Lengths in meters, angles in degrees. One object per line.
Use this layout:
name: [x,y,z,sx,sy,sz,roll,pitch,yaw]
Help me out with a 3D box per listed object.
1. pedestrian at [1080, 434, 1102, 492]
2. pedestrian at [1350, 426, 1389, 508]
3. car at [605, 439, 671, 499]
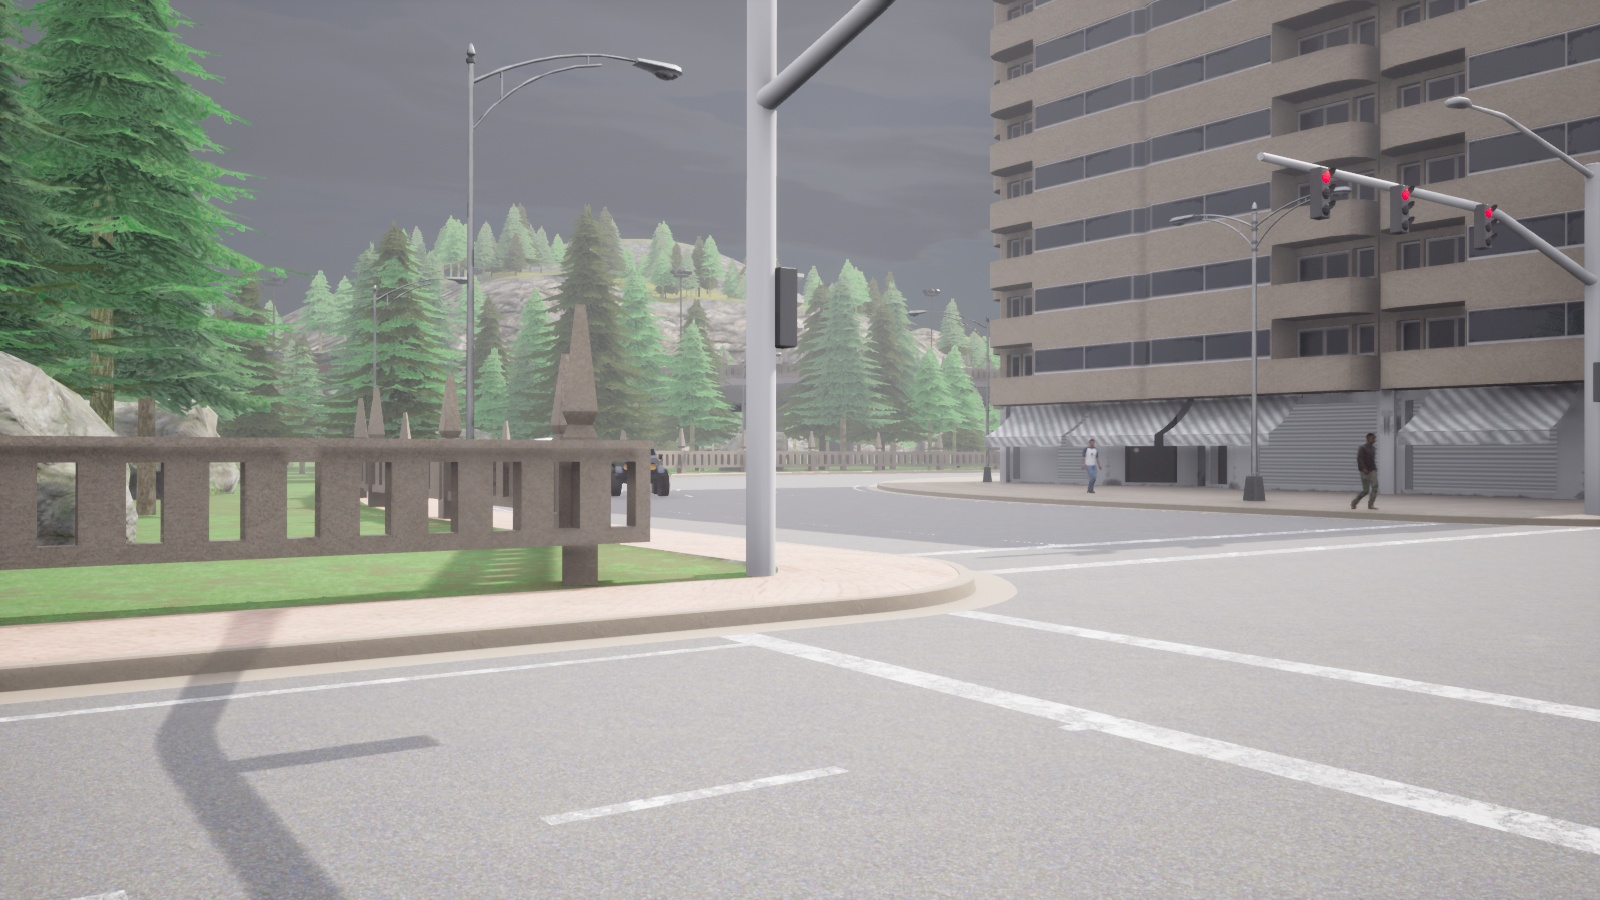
pedestrian: [9.296,0.421,40.134,0.354,1.836,0.706,0,0,-18]
pedestrian: [12.984,0.386,28.631,0.431,1.840,0.703,0,0,-19]
car: [-5.434,0.599,41.801,1.905,1.878,3.866,0,0,-12]
